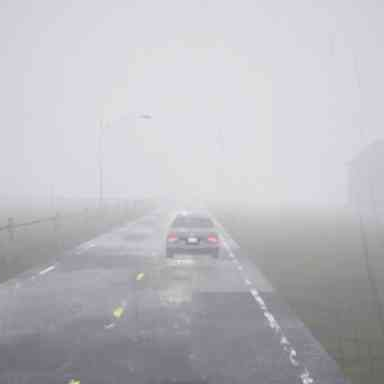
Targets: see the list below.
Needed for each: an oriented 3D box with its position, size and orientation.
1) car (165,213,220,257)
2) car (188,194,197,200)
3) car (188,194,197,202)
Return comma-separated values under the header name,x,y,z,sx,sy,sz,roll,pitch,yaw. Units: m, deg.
name,x,y,z,sx,sy,sz,roll,pitch,yaw
car,0.021,1.515,12.712,2.033,1.411,5.357,0,0,0
car,0.169,1.275,83.088,2.128,1.511,4.902,0,0,0
car,0.147,1.350,72.770,2.128,1.511,4.902,0,0,0
